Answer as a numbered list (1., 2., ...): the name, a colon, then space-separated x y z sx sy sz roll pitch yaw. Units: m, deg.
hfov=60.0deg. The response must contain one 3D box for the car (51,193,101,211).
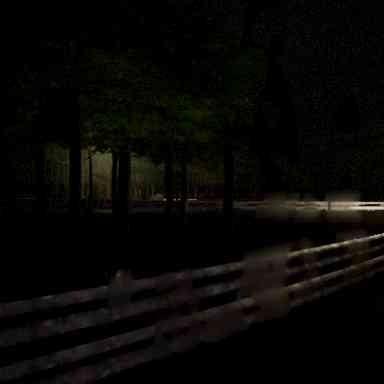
1. car: -13.804 1.197 39.653 5.566 2.045 2.150 0 -1 0

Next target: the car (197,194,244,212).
1. car: 3.347 1.289 39.596 5.566 2.045 2.150 0 -1 0
